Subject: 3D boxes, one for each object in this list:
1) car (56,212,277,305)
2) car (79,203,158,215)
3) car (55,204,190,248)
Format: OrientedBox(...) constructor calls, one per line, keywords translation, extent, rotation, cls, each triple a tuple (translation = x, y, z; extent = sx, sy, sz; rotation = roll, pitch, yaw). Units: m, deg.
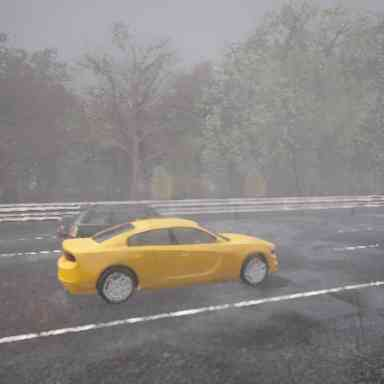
OrientedBox(translation=(-0.411, 1.360, 7.703), extent=(5.008, 1.535, 1.882), rotation=(-1, 1, -21), cls="car")
OrientedBox(translation=(-1.751, 1.186, 10.931), extent=(4.553, 1.767, 2.097), rotation=(-1, 1, -21), cls="car")
OrientedBox(translation=(-2.938, 1.323, 14.227), extent=(5.357, 1.411, 2.033), rotation=(-1, 1, -21), cls="car")
